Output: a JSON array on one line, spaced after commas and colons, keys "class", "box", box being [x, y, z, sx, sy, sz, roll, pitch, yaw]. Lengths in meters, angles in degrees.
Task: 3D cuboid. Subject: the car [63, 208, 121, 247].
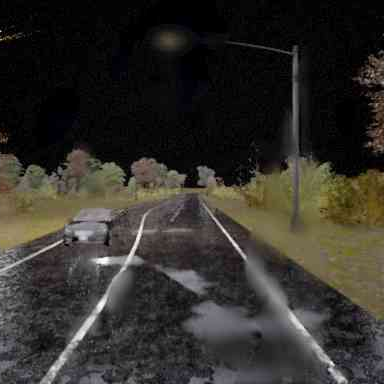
[{"class": "car", "box": [-4.394, 1.503, 15.167, 2.128, 1.511, 4.902, 0, 0, -6]}]
